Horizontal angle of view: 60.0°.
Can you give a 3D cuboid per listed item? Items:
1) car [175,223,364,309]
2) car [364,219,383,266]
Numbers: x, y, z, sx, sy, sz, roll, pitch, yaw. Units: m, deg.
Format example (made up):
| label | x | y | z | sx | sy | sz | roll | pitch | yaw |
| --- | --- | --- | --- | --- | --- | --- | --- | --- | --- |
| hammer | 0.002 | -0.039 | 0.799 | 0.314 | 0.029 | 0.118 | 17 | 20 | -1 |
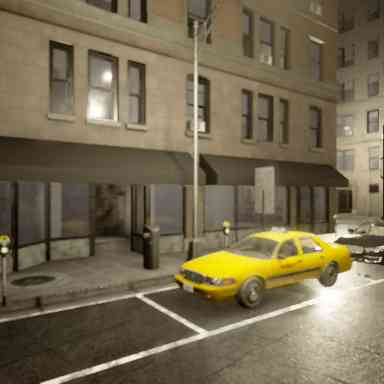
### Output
| label | x | y | z | sx | sy | sz | roll | pitch | yaw |
| --- | --- | --- | --- | --- | --- | --- | --- | --- | --- |
| car | 1.891 | 1.549 | 7.883 | 4.829 | 1.417 | 1.752 | 0 | 0 | -36 |
| car | 6.528 | 1.597 | 11.191 | 4.403 | 1.369 | 2.008 | 0 | 0 | -36 |
